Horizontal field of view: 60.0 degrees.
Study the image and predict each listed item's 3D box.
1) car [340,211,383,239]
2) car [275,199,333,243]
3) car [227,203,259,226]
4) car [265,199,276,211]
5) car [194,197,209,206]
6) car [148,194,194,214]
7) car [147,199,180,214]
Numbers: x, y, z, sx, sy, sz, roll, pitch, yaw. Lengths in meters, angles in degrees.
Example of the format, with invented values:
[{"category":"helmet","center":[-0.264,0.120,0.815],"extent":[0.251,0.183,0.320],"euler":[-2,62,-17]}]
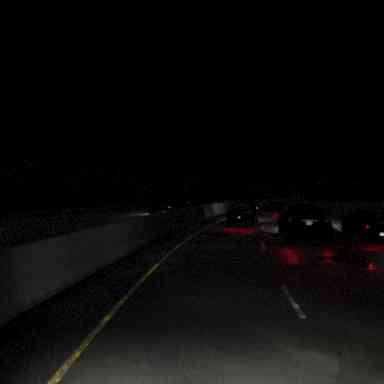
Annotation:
[{"category":"car","center":[9.195,1.647,17.435],"extent":[1.895,1.301,4.718],"euler":[0,0,12]},{"category":"car","center":[5.499,1.386,16.545],"extent":[2.097,1.767,4.553],"euler":[0,0,11]},{"category":"car","center":[3.747,1.514,24.206],"extent":[1.882,1.535,5.008],"euler":[0,0,15]},{"category":"car","center":[10.303,1.564,41.061],"extent":[2.128,1.511,4.902],"euler":[0,0,26]},{"category":"car","center":[1.125,1.566,54.168],"extent":[1.837,1.490,4.892],"euler":[0,-1,29]},{"category":"car","center":[-1.957,1.247,30.258],"extent":[2.150,2.045,5.566],"euler":[0,0,18]},{"category":"car","center":[-3.093,1.554,37.250],"extent":[1.812,1.442,4.674],"euler":[0,0,22]}]
